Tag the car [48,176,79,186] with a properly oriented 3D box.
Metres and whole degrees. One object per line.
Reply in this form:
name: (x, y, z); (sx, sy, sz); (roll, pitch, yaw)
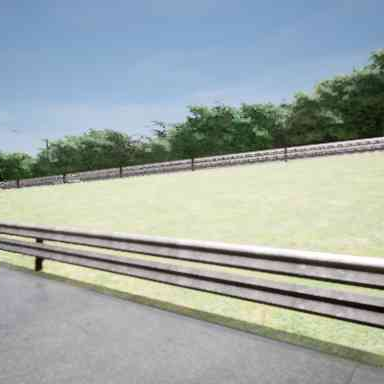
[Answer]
car: (-21.346, -1.742, 55.262); (5.566, 2.045, 2.150); (-4, -2, 27)
